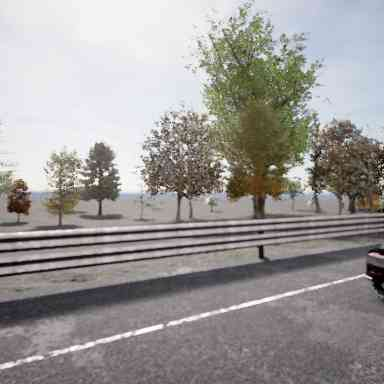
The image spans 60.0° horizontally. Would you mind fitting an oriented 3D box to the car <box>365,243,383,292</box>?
[{"bbox_3d":[6.092,1.594,7.947,4.902,1.511,2.128,1,0,-35],"label":"car"}]
